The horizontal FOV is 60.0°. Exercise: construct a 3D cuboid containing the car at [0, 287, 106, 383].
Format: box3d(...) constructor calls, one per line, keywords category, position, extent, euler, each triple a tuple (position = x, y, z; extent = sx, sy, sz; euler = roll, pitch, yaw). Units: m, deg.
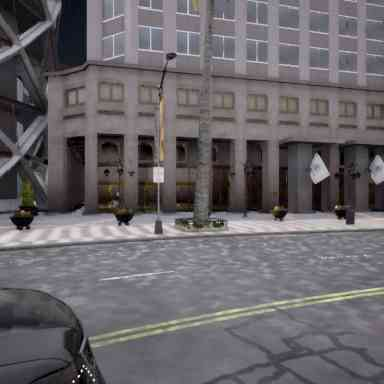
box3d(category="car", position=(-3.173, 1.221, 1.406), extent=(5.566, 2.045, 2.150), euler=(0, 0, -36))
